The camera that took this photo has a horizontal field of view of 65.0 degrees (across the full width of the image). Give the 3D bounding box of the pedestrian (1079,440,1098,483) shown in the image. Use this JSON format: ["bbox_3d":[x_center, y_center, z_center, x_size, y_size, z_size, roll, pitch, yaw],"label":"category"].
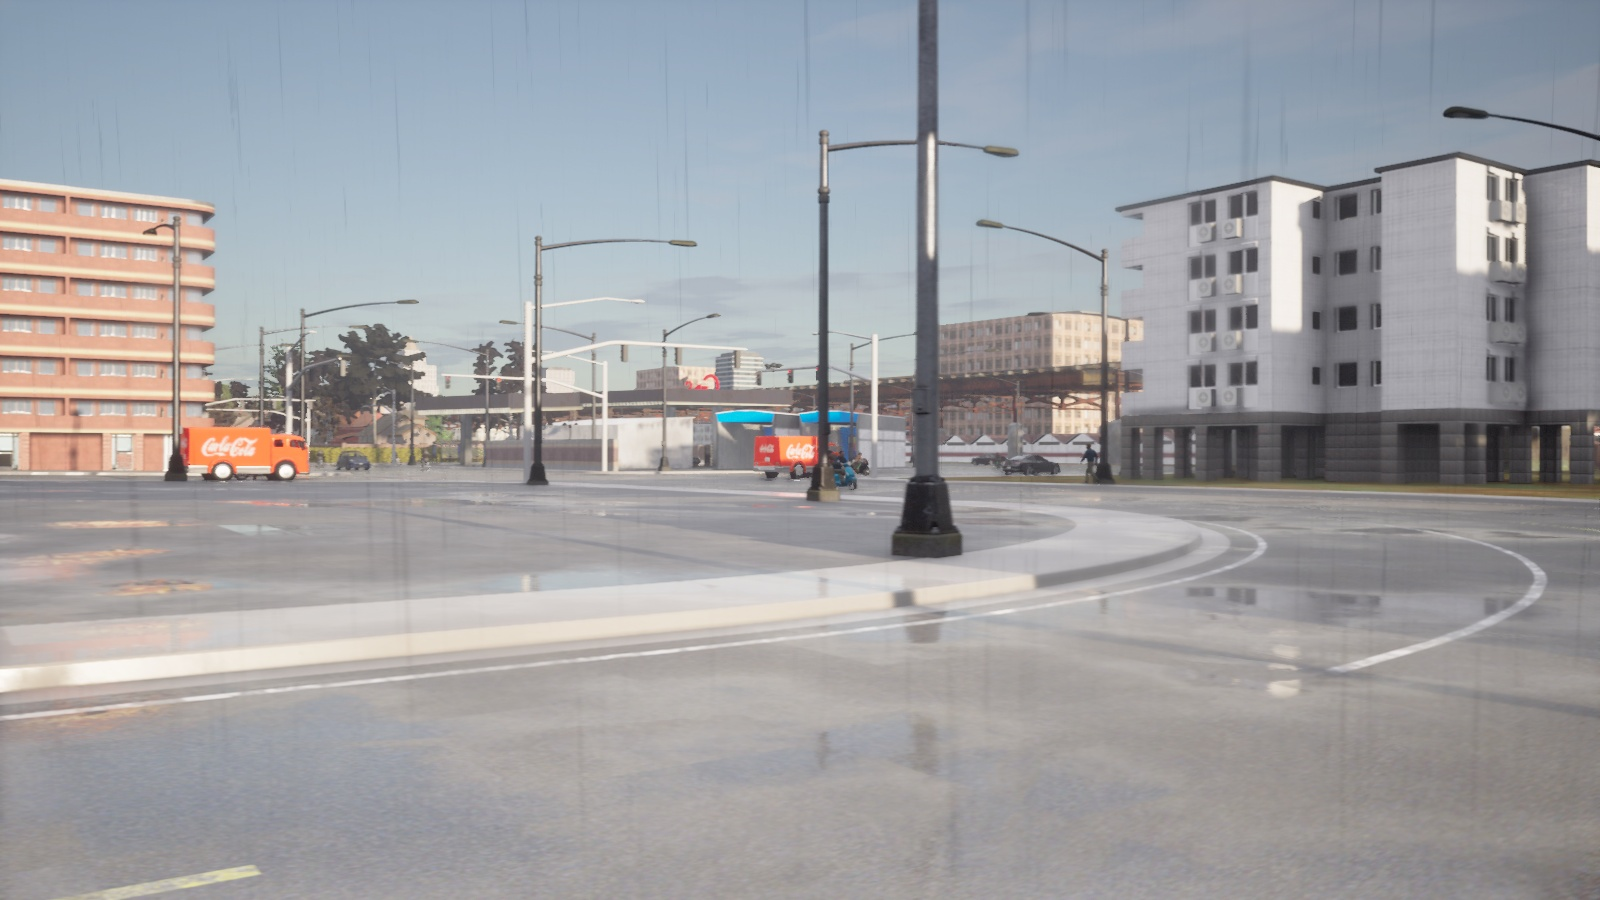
[{"bbox_3d":[12.395,0.502,53.978,0.370,1.835,0.726,0,0,-37],"label":"pedestrian"}]

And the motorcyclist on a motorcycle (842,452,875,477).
[{"bbox_3d":[3.718,0.914,79.914,2.044,1.523,0.797,0,0,-35],"label":"motorcyclist on a motorcycle"}]

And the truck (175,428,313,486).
[{"bbox_3d":[-24.935,0.321,56.371,5.204,2.467,2.627,0,0,-35],"label":"truck"}]

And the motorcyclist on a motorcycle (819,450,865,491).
[{"bbox_3d":[1.672,0.817,50.077,0.866,1.590,1.817,0,0,-36],"label":"motorcyclist on a motorcycle"}]

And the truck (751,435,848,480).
[{"bbox_3d":[0.003,0.435,72.892,5.204,2.467,2.627,0,0,-42],"label":"truck"}]

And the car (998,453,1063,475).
[{"bbox_3d":[15.536,0.944,84.494,4.674,1.442,1.812,0,0,-41],"label":"car"}]
